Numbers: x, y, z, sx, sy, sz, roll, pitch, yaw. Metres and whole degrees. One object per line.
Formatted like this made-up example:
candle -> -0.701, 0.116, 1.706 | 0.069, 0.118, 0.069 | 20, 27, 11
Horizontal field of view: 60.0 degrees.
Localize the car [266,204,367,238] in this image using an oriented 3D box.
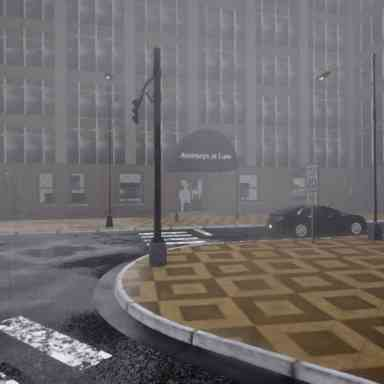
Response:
car -> 5.987, 1.321, 15.970 | 4.892, 1.490, 1.837 | 0, 0, -14
